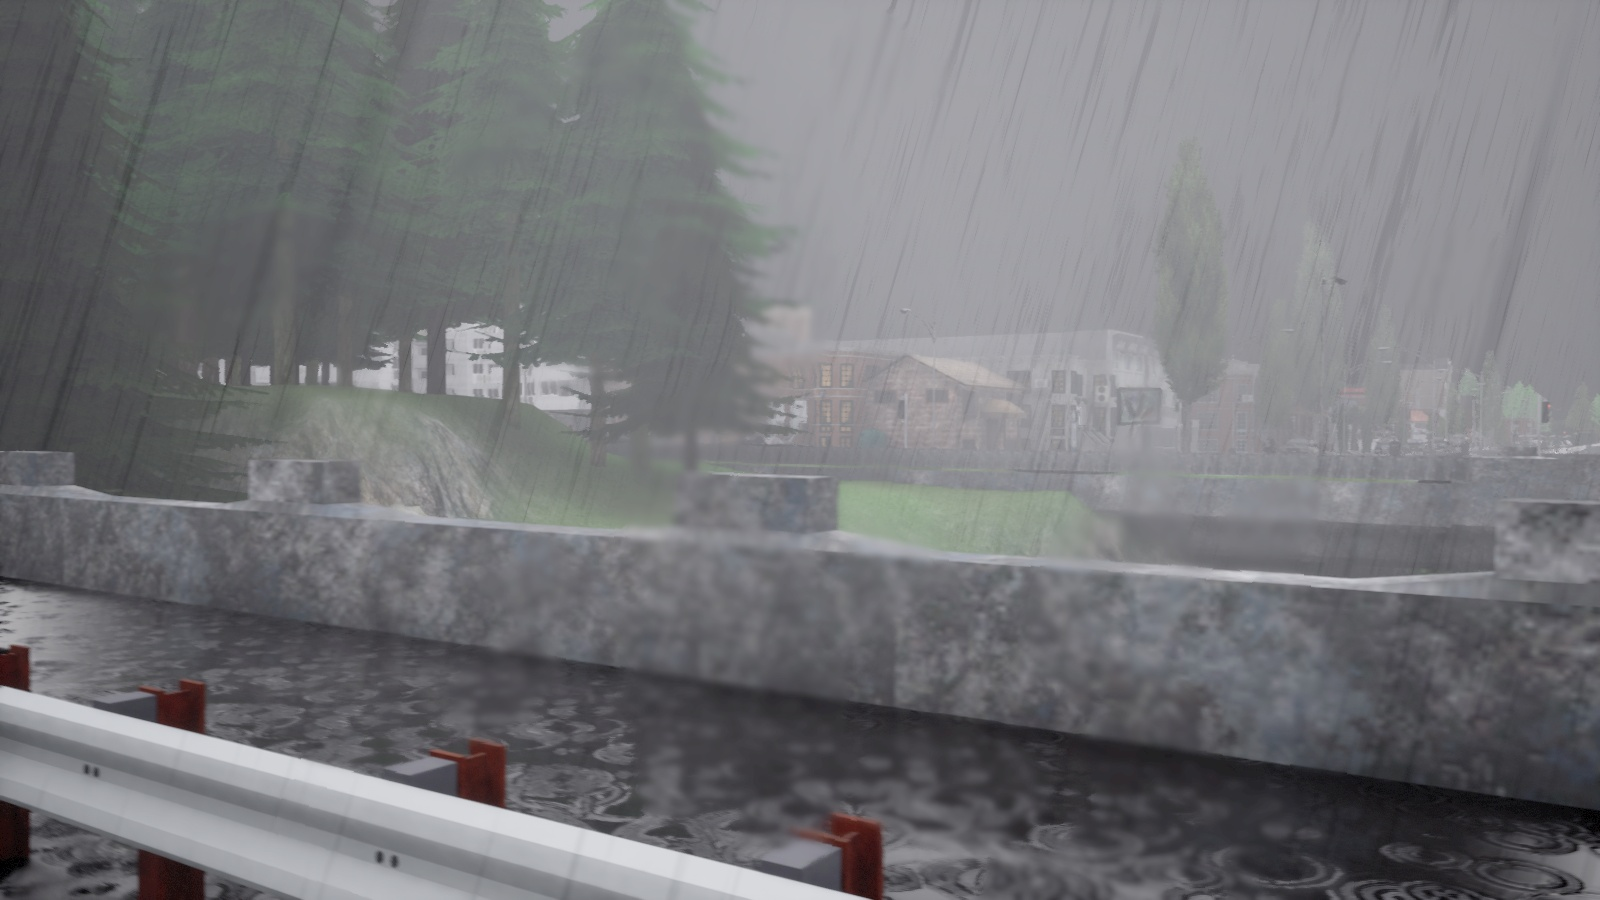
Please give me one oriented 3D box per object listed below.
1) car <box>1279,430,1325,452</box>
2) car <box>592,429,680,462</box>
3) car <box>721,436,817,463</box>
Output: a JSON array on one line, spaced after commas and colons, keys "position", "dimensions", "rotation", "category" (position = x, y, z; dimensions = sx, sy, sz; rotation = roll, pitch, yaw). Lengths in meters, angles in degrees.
[{"position": [32.558, -0.612, 81.378], "dimensions": [1.994, 1.385, 4.181], "rotation": [0, 1, 34], "category": "car"}, {"position": [-9.144, -0.280, 69.797], "dimensions": [4.553, 1.767, 2.097], "rotation": [0, 1, 34], "category": "car"}, {"position": [-1.607, -0.038, 64.782], "dimensions": [4.718, 1.301, 1.895], "rotation": [0, 1, 34], "category": "car"}]
